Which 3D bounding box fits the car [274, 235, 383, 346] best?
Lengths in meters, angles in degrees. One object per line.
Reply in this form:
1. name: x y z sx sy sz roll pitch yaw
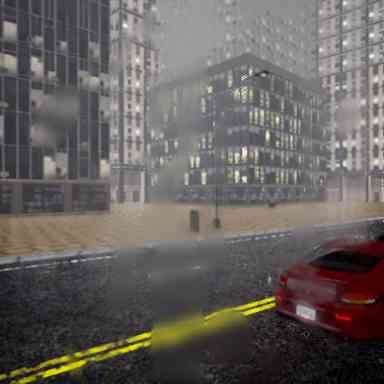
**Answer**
1. car: 3.441 1.518 6.038 4.674 1.442 1.812 0 0 -37
